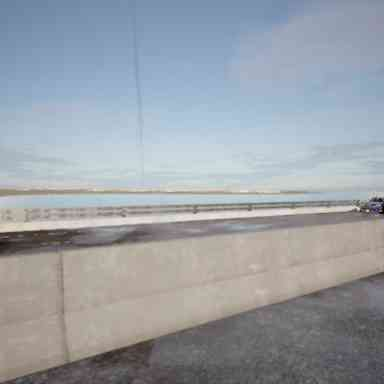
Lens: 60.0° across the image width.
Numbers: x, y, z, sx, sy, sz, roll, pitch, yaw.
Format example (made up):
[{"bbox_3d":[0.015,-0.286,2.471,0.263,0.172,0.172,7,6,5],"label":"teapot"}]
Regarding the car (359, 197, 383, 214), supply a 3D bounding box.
[{"bbox_3d":[19.473,1.316,34.659,4.553,1.767,2.097,0,0,-35],"label":"car"}]
